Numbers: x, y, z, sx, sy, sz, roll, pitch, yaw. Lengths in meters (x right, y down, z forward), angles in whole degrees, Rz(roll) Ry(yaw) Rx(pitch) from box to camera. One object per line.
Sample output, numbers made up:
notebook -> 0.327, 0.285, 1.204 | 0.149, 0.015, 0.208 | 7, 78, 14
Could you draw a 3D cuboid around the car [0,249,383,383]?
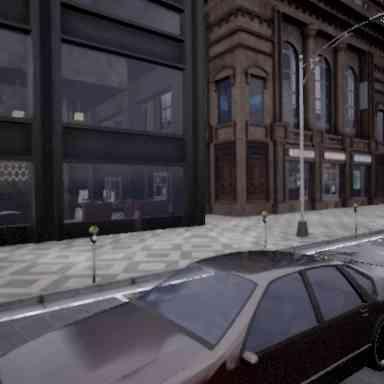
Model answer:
car -> 0.722, 1.480, 3.918 | 5.357, 1.411, 2.033 | -2, 1, -36
